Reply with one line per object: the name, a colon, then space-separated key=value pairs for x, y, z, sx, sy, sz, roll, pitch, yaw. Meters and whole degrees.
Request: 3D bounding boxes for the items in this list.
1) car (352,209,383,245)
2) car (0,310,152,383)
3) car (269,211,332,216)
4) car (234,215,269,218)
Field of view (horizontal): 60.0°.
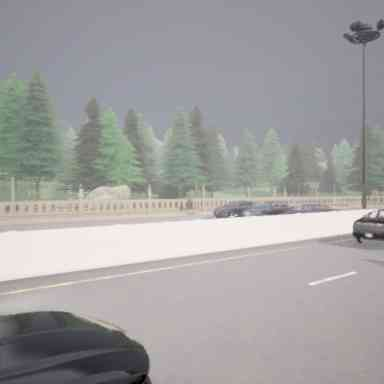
car: x=8.878 y=1.476 z=14.381 sx=4.902 sy=1.511 sz=2.128 roll=0 pitch=0 yaw=-36
car: x=-2.591 y=1.479 z=1.897 sx=5.008 sy=1.535 sz=1.882 roll=0 pitch=0 yaw=-36
car: x=8.035 y=1.528 z=22.621 sx=5.357 sy=1.411 sz=2.033 roll=0 pitch=0 yaw=-35
car: x=5.919 y=1.472 z=25.399 sx=4.902 sy=1.511 sz=2.128 roll=0 pitch=0 yaw=-35
